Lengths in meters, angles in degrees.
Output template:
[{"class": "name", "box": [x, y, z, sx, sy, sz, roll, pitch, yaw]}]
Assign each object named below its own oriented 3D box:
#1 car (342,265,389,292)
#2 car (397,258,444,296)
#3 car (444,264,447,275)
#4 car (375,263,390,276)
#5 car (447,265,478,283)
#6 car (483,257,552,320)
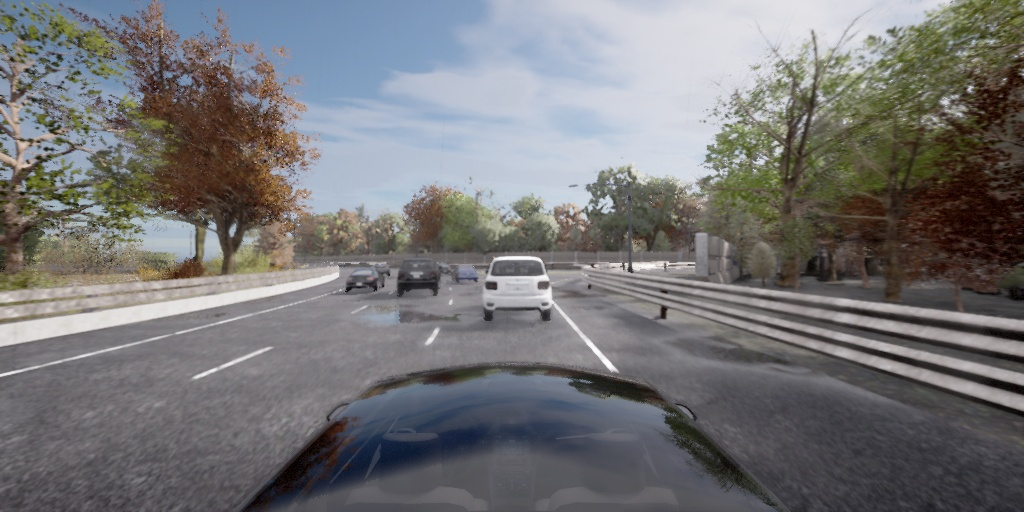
[{"class": "car", "box": [-9.335, 1.486, 23.084, 1.812, 1.442, 4.674, 0, 0, -11]}, {"class": "car", "box": [-5.299, 1.148, 20.887, 2.150, 2.045, 5.566, 0, 0, -10]}, {"class": "car", "box": [-8.670, 1.651, 44.132, 1.812, 1.442, 4.674, 0, 0, -21]}, {"class": "car", "box": [-15.931, 1.643, 43.617, 2.128, 1.511, 4.902, 0, -1, -23]}, {"class": "car", "box": [-4.161, 1.550, 31.158, 2.033, 1.411, 5.357, 0, 0, -15]}, {"class": "car", "box": [0.178, 1.061, 13.162, 2.150, 2.045, 5.566, 0, -1, 0]}]
